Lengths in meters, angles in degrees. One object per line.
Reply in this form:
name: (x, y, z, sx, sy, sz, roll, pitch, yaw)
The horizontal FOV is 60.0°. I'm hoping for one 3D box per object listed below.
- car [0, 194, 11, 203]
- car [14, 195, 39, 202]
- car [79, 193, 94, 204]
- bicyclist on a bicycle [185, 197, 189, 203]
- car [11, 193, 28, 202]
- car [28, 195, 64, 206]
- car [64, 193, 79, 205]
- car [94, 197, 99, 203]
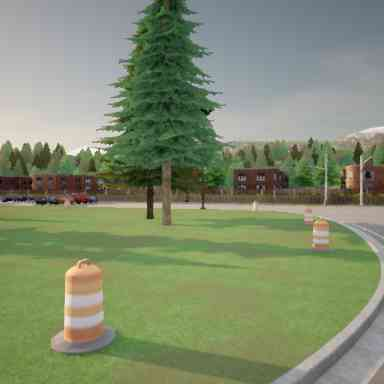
car: (-37.604, 1.383, 63.919, 4.181, 1.385, 1.994, 0, 0, 21)
car: (-35.065, 1.331, 70.443, 4.892, 1.490, 1.837, 0, 0, 21)
car: (-21.607, 1.257, 61.451, 5.566, 2.045, 2.150, 0, 0, 21)
bicyclist on a bicycle: (-0.943, 1.300, 61.529, 0.582, 1.620, 1.656, 0, 0, 21)
car: (-36.307, 1.186, 67.170, 4.553, 1.767, 2.097, 0, 0, 21)
car: (-24.117, 1.516, 54.917, 4.892, 1.490, 1.837, 0, 0, 21)
car: (-22.820, 1.365, 58.167, 4.553, 1.767, 2.097, 0, 0, 21)
car: (-20.310, 1.532, 64.702, 4.674, 1.442, 1.812, 0, 0, 21)
